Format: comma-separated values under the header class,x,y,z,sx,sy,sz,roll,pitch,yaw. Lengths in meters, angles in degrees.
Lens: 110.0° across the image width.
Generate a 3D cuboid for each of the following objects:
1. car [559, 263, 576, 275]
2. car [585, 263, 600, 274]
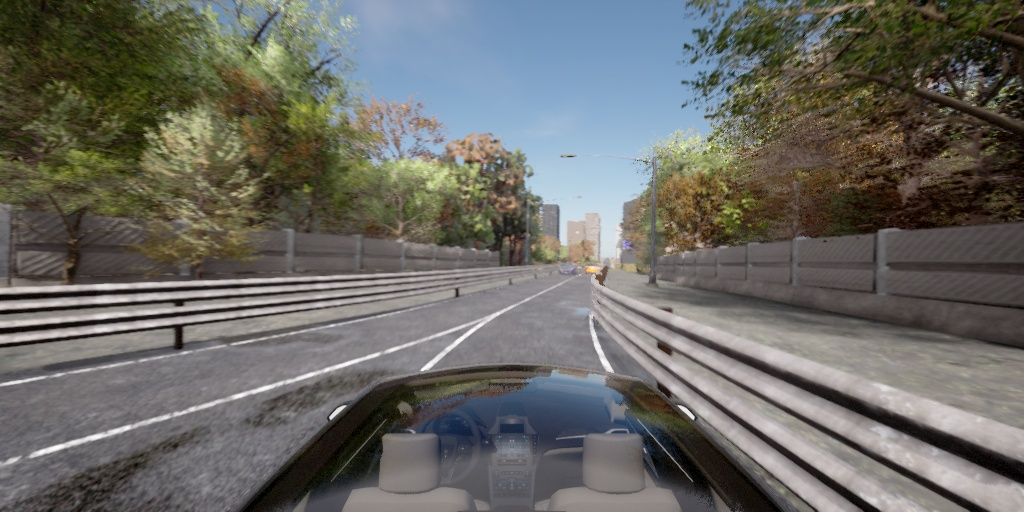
class,x,y,z,sx,sy,sz,roll,pitch,yaw
car,7.936,1.726,51.059,2.097,1.767,4.553,1,-1,15
car,12.463,1.892,55.184,2.097,1.767,4.553,1,-1,15
